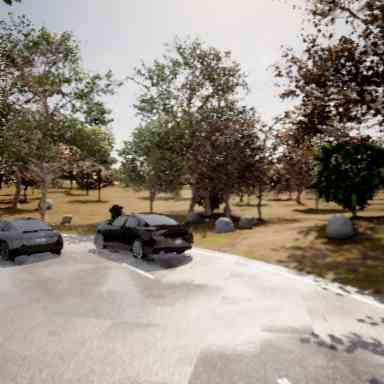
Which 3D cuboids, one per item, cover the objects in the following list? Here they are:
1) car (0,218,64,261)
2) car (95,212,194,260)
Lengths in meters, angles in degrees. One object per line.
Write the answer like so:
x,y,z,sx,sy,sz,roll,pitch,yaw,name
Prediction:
-6.761,1.694,12.825,4.181,1.385,1.994,-2,-1,40,car
-2.013,1.525,12.788,1.882,1.535,5.008,0,-1,-39,car
